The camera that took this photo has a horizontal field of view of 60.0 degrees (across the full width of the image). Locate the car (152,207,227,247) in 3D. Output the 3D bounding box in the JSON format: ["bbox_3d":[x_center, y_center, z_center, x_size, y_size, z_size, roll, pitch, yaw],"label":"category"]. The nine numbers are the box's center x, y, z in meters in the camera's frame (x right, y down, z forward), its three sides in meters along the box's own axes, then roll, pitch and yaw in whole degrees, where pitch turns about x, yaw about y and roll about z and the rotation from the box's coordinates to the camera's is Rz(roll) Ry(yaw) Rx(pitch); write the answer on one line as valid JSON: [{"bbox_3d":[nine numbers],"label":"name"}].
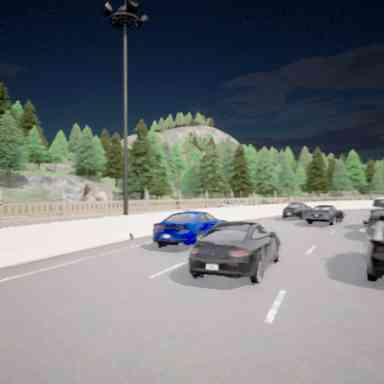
[{"bbox_3d":[0.111,1.604,15.263,1.882,1.535,5.008,-1,-1,26],"label":"car"}]

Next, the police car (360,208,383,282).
[{"bbox_3d":[6.043,1.479,9.640,1.930,1.638,5.238,0,-1,25],"label":"police car"}]

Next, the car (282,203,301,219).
[{"bbox_3d":[9.790,1.736,30.564,1.812,1.442,4.674,-1,-1,37],"label":"car"}]

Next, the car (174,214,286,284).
[{"bbox_3d":[1.412,1.602,9.895,1.812,1.442,4.674,-1,-1,24],"label":"car"}]

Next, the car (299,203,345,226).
[{"bbox_3d":[10.213,1.713,25.375,2.033,1.411,5.357,-1,-1,36],"label":"car"}]

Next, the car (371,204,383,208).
[{"bbox_3d":[10.090,1.604,17.194,1.837,1.490,4.892,-1,-1,31],"label":"car"}]

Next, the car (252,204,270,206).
[{"bbox_3d":[9.916,1.946,46.881,4.718,1.301,1.895,0,-1,-45],"label":"car"}]

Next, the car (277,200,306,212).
[{"bbox_3d":[13.689,1.844,45.666,4.674,1.442,1.812,0,-1,-44],"label":"car"}]

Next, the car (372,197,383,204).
[{"bbox_3d":[12.918,1.347,21.605,2.150,2.045,5.566,-1,-1,34],"label":"car"}]
